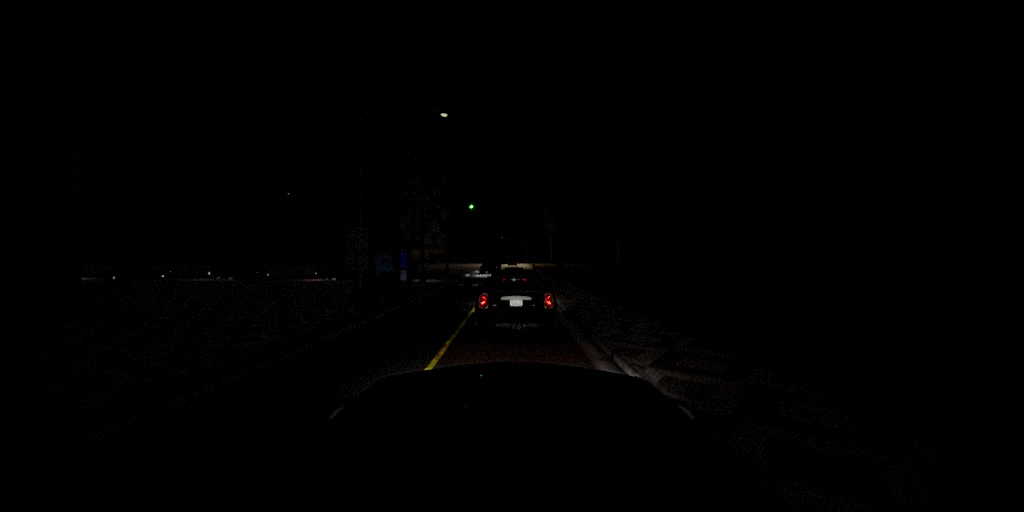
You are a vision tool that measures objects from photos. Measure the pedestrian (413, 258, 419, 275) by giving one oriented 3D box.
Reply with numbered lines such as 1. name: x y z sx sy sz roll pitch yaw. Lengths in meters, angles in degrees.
1. pedestrian: -10.034 1.070 37.417 0.375 1.860 0.375 0 0 2

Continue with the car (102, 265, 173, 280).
1. car: -33.108 1.475 31.803 4.718 1.301 1.895 0 0 1

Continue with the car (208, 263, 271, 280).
1. car: -23.870 1.390 31.551 4.902 1.511 2.128 0 0 2

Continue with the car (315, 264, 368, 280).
1. car: -14.497 1.415 31.300 4.902 1.511 2.128 0 0 2

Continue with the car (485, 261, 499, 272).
1. car: -3.017 1.597 55.177 1.837 1.490 4.892 0 0 0

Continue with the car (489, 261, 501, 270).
1. car: -2.988 1.714 65.222 1.994 1.385 4.181 0 0 -1

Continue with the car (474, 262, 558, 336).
1. car: 0.104 1.167 10.726 2.097 1.767 4.553 0 0 0
